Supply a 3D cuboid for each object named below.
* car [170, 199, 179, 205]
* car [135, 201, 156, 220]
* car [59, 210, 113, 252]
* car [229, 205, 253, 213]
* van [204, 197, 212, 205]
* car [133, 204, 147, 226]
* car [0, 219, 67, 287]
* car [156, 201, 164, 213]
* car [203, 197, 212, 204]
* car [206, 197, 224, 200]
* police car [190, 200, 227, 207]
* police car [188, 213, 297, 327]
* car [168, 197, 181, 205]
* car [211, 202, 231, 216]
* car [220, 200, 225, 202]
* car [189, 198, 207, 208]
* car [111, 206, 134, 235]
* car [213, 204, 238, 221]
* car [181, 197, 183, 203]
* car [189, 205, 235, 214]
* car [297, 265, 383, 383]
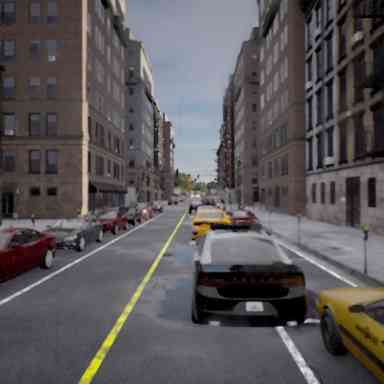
[{"bbox_3d":[-4.263,2.363,81.072,1.947,1.339,4.313,0,-1,1],"label":"car"},{"bbox_3d":[-4.925,1.766,31.652,1.967,1.590,4.097,0,-1,1],"label":"car"},{"bbox_3d":[-5.162,1.712,14.606,2.008,1.369,4.403,0,-1,1],"label":"car"},{"bbox_3d":[2.941,1.732,20.177,1.887,1.381,4.507,0,-1,1],"label":"car"},{"bbox_3d":[3.843,2.110,80.962,1.690,1.788,3.998,0,-1,1],"label":"van"},{"bbox_3d":[-5.004,1.837,25.970,1.947,1.339,4.313,0,-1,1],"label":"car"},{"bbox_3d":[-5.242,1.651,8.925,1.887,1.381,4.507,0,-1,1],"label":"car"},{"bbox_3d":[-4.766,1.875,43.015,1.967,1.590,4.097,0,-1,1],"label":"car"},{"bbox_3d":[3.915,2.136,86.466,2.192,1.841,5.009,0,-1,1],"label":"car"},{"bbox_3d":[3.257,1.721,42.905,2.192,1.841,5.009,0,-1,1],"label":"car"},{"bbox_3d":[1.058,1.651,23.426,1.930,1.638,5.238,0,-1,-1],"label":"police car"},{"bbox_3d":[0.951,1.497,7.455,1.930,1.638,5.238,0,-1,1],"label":"police car"},{"bbox_3d":[-4.343,2.060,75.571,2.192,1.841,5.009,0,-1,1],"label":"car"},{"bbox_3d":[3.179,1.902,37.221,2.008,1.369,4.403,0,-1,1],"label":"car"},{"bbox_3d":[3.020,1.683,25.860,1.967,1.590,4.097,0,-1,1],"label":"car"},{"bbox_3d":[0.613,1.879,41.489,1.882,1.535,5.008,0,-1,1],"label":"car"},{"bbox_3d":[-5.083,1.761,20.288,1.887,1.381,4.507,0,-1,1],"label":"car"},{"bbox_3d":[3.100,1.842,31.540,1.887,1.381,4.507,0,-1,1],"label":"car"},{"bbox_3d":[-4.184,2.401,86.575,2.008,1.369,4.403,0,-1,1],"label":"car"},{"bbox_3d":[0.983,1.650,17.372,1.882,1.535,5.008,0,-1,3],"label":"car"},{"bbox_3d":[2.706,1.550,3.302,1.752,1.417,4.829,0,-1,1],"label":"car"}]
